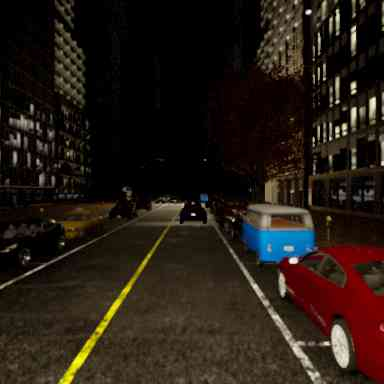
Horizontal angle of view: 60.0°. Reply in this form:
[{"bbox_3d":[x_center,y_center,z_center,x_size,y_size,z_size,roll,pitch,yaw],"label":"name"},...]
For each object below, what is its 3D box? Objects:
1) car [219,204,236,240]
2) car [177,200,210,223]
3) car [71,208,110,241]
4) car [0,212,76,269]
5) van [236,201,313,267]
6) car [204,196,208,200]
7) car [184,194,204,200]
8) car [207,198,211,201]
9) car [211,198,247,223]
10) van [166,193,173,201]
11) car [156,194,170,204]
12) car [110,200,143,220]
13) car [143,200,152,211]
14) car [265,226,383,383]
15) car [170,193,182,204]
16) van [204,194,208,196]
[{"bbox_3d":[2.690,1.539,16.790,2.008,1.369,4.403,0,0,0],"label":"car"},{"bbox_3d":[0.101,1.544,25.183,1.994,1.385,4.181,0,0,0],"label":"car"},{"bbox_3d":[-5.690,1.513,16.622,1.752,1.417,4.829,0,0,0],"label":"car"},{"bbox_3d":[-5.691,1.558,11.124,1.947,1.339,4.313,0,0,0],"label":"car"},{"bbox_3d":[2.689,1.333,11.122,1.690,1.788,3.998,0,0,0],"label":"van"},{"bbox_3d":[2.692,1.530,45.131,1.947,1.339,4.313,0,0,0],"label":"car"},{"bbox_3d":[0.104,1.318,41.865,2.097,1.767,4.553,0,0,0],"label":"car"},{"bbox_3d":[2.691,1.556,33.794,1.802,1.307,4.206,0,0,0],"label":"car"},{"bbox_3d":[2.690,1.298,22.458,2.192,1.841,5.009,0,0,0],"label":"car"},{"bbox_3d":[-5.686,1.262,84.809,1.690,1.788,3.998,0,0,0],"label":"van"},{"bbox_3d":[-5.688,1.513,62.136,1.947,1.339,4.313,0,0,0],"label":"car"},{"bbox_3d":[-5.690,1.544,28.127,1.947,1.339,4.313,0,0,0],"label":"car"},{"bbox_3d":[-5.689,1.550,39.464,1.802,1.307,4.206,0,0,0],"label":"car"},{"bbox_3d":[2.689,1.541,5.455,1.887,1.381,4.507,0,0,0],"label":"car"},{"bbox_3d":[-3.029,1.450,62.475,1.837,1.490,4.892,0,0,1],"label":"car"},{"bbox_3d":[2.693,1.276,73.471,1.690,1.788,3.998,0,0,0],"label":"van"}]
